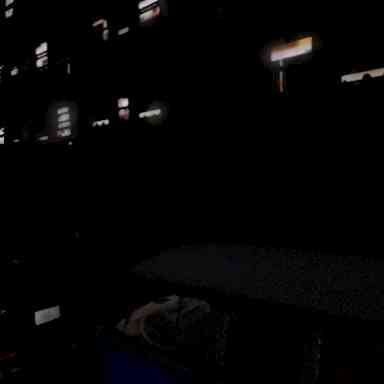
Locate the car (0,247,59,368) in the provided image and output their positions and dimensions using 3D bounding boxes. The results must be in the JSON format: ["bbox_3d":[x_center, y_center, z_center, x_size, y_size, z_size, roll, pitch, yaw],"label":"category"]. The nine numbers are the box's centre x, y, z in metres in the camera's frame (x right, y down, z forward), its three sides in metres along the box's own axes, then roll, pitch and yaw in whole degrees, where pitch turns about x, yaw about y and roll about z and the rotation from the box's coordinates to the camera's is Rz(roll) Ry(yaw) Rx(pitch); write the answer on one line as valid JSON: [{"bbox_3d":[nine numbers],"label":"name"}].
[{"bbox_3d":[-3.495,1.579,5.372,4.313,1.339,1.947,0,0,35],"label":"car"}]

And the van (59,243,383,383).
[{"bbox_3d":[1.114,1.342,2.087,3.998,1.788,1.690,0,0,35],"label":"van"}]
